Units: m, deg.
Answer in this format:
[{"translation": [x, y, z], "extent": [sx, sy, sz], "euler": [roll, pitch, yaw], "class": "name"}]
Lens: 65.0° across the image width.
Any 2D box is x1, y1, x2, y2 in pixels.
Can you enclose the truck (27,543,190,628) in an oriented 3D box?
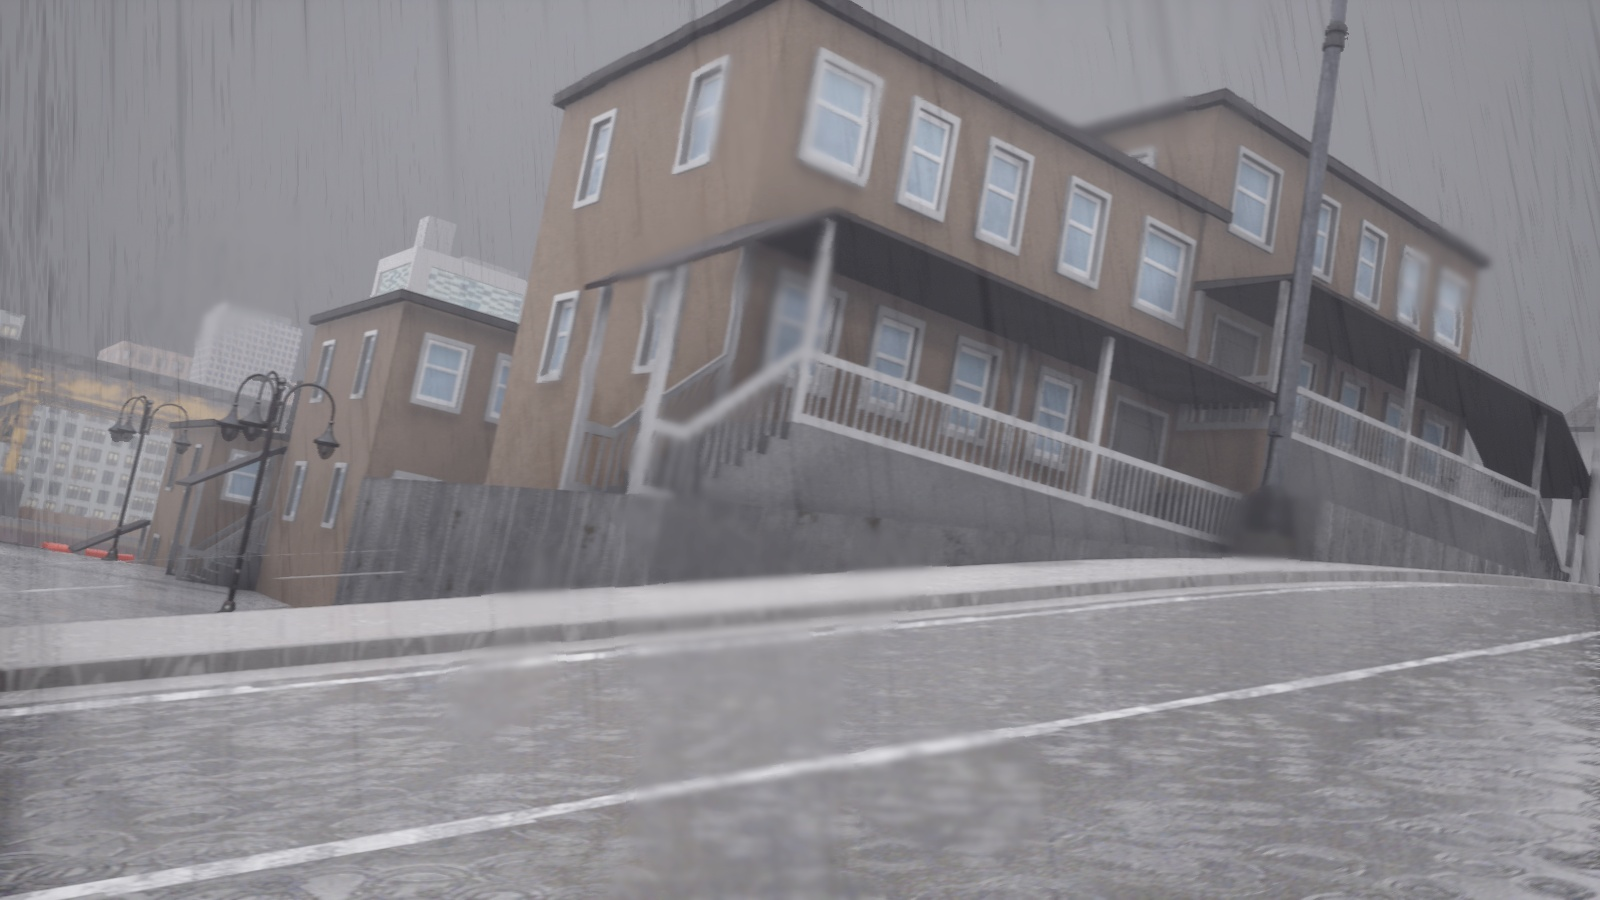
[{"translation": [-28.356, 5.570, 51.550], "extent": [5.204, 2.467, 2.627], "euler": [15, -9, -34], "class": "truck"}]
